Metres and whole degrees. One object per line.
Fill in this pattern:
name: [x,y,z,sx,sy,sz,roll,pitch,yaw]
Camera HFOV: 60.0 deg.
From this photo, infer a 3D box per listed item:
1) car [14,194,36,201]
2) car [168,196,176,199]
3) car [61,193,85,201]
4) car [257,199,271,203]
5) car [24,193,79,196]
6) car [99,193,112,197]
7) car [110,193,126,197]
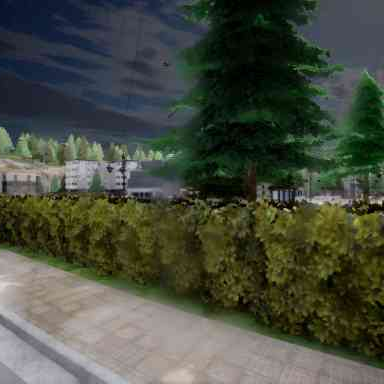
car: [-40.737,1.298,81.094,2.007,1.523,4.514,0,0,43]
car: [-3.296,1.374,56.098,1.845,1.501,3.633,0,0,43]
car: [-28.351,1.154,79.501,2.152,1.636,5.027,0,0,43]
car: [9.641,1.352,44.229,2.097,1.767,4.553,0,0,43]
car: [-11.965,1.221,26.414,2.150,2.045,5.566,0,0,42]
car: [-16.680,1.097,68.992,1.932,1.855,4.605,0,0,43]
car: [-10.566,1.384,52.768,1.970,1.475,3.806,0,0,43]
